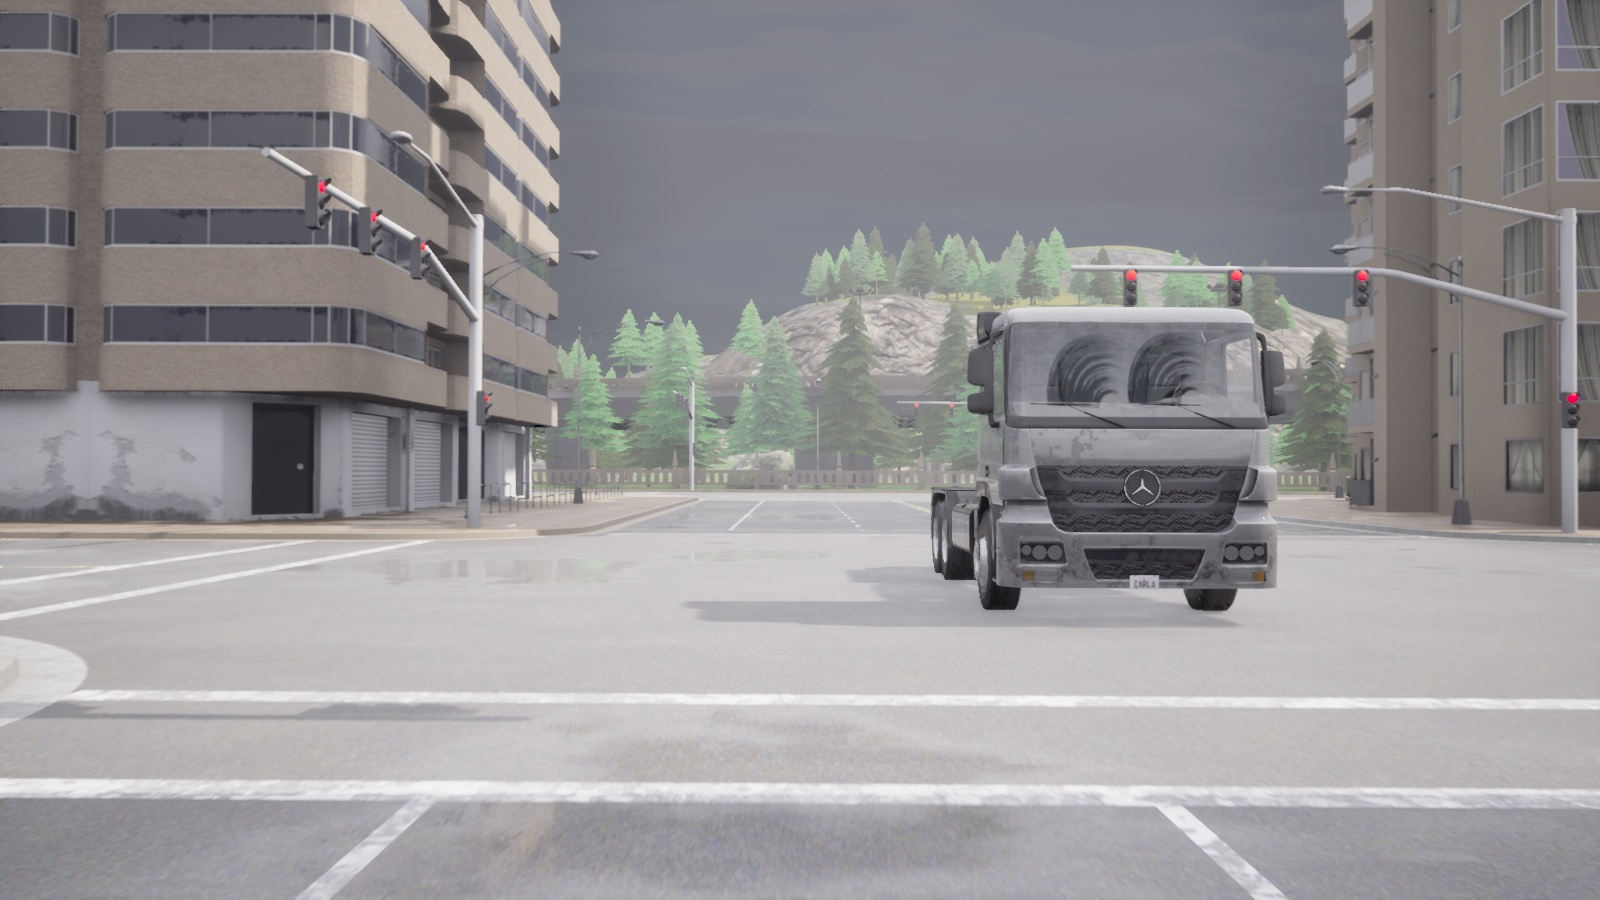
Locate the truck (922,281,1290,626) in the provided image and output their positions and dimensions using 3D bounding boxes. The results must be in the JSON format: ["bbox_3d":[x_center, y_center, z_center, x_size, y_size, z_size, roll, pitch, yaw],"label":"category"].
[{"bbox_3d":[3.457,0.097,16.598,2.891,3.462,7.936,0,-1,0],"label":"truck"}]
